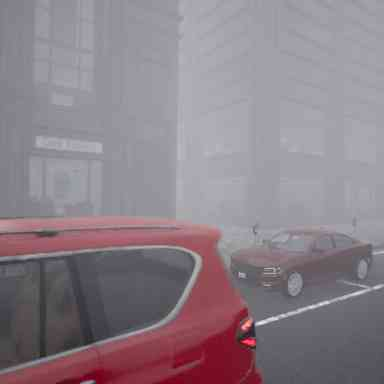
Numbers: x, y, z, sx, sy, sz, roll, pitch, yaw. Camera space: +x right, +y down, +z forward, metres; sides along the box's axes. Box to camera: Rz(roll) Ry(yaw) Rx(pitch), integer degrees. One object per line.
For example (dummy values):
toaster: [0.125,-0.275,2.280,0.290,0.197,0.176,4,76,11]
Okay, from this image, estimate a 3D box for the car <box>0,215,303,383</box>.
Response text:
car: [-2.053,1.224,1.902,5.566,2.045,2.150,1,-1,-35]

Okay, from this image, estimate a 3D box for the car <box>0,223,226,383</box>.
car: [-1.647,1.479,5.531,4.097,1.590,1.967,1,0,-35]

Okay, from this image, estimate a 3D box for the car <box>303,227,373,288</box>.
car: [2.969,1.646,8.743,4.507,1.381,1.887,1,0,-35]
